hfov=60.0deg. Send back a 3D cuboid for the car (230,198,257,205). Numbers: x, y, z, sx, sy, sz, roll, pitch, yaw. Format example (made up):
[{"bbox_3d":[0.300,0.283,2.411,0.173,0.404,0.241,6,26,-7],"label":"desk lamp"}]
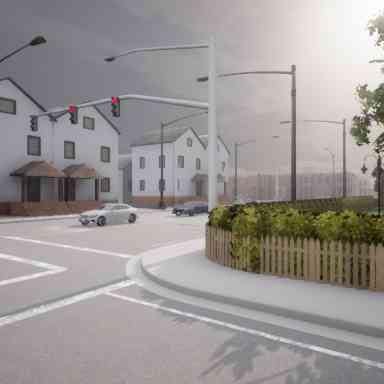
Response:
[{"bbox_3d":[6.346,1.490,40.935,2.128,1.511,4.902,0,0,35],"label":"car"}]

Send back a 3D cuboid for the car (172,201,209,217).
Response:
[{"bbox_3d":[0.305,1.547,32.210,2.033,1.411,5.357,0,0,35],"label":"car"}]

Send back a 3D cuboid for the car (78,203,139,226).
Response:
[{"bbox_3d":[-5.729,1.526,23.473,1.812,1.442,4.674,0,0,35],"label":"car"}]
